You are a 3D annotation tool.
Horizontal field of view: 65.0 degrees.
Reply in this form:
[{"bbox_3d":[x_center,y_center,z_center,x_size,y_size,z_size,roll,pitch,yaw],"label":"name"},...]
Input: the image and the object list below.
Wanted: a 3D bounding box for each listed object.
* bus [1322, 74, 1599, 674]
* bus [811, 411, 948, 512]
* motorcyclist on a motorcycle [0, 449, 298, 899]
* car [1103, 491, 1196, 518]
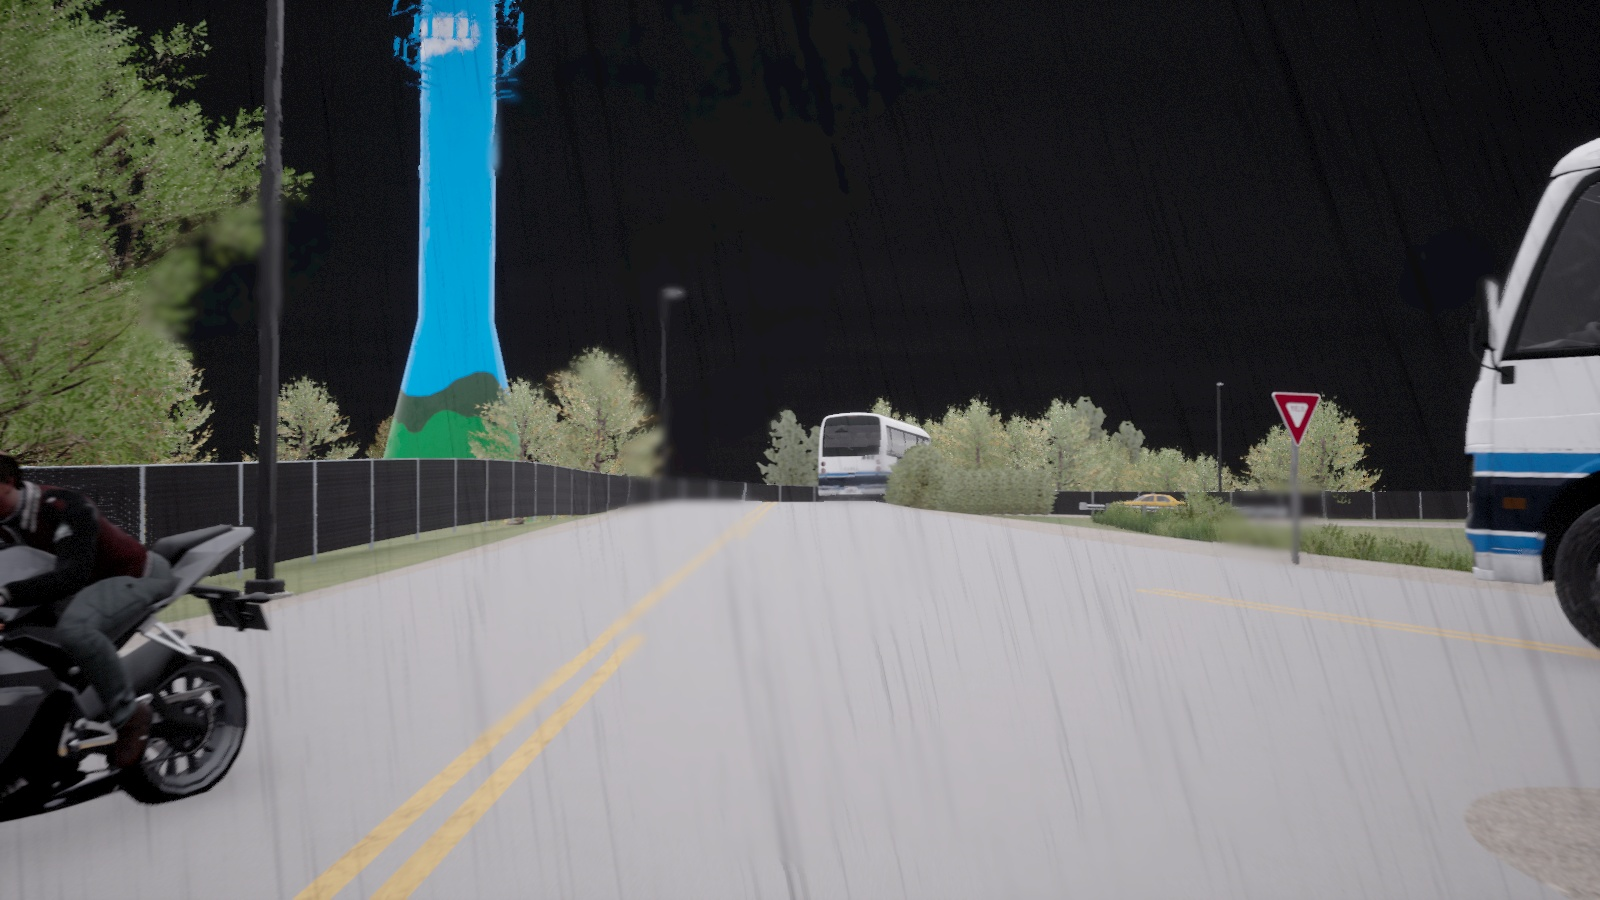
[{"bbox_3d":[8.966,-0.505,7.514,3.944,4.253,10.273,1,0,-34],"label":"bus"},{"bbox_3d":[4.083,0.779,61.024,3.944,4.253,10.273,-1,-4,19],"label":"bus"},{"bbox_3d":[-2.976,0.768,4.547,0.866,1.530,2.191,1,0,21],"label":"motorcyclist on a motorcycle"},{"bbox_3d":[22.135,3.470,79.537,5.366,1.575,1.801,1,-3,-2],"label":"car"}]
